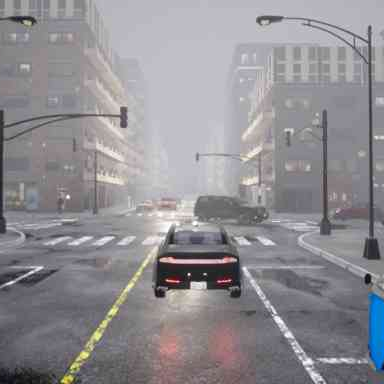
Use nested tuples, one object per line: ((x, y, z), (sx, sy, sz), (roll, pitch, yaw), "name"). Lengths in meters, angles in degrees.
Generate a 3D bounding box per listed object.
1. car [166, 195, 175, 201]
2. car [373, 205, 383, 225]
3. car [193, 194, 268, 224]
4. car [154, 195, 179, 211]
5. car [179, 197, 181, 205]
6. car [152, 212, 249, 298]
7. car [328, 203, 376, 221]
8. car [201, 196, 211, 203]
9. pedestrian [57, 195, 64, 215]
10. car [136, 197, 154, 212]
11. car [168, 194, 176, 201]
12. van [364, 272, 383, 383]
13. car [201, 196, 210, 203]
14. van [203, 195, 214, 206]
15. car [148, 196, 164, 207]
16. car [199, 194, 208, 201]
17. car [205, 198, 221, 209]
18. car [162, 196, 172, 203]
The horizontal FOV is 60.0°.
((-5.466, 1.571, 85.107), (2.008, 1.369, 4.403), (1, 0, 0), "car")
((13.587, 1.579, 19.722), (4.313, 1.339, 1.947), (0, -1, 1), "car")
((2.671, 1.224, 24.182), (5.566, 2.045, 2.150), (0, 1, 35), "car")
((-3.000, 1.358, 40.038), (2.097, 1.767, 4.553), (0, 0, 0), "car")
((-2.918, 1.559, 60.411), (2.033, 1.411, 5.357), (0, 0, 1), "car")
((0.122, 1.493, 8.488), (2.128, 1.511, 4.902), (0, 0, 0), "car")
((13.712, 1.603, 28.103), (4.097, 1.590, 1.967), (0, -1, 1), "car")
((2.873, 1.539, 68.328), (1.752, 1.417, 4.829), (1, 0, 0), "car")
((-12.461, 1.211, 31.425), (0.375, 1.860, 0.375), (0, -1, 1), "pedestrian")
((-5.577, 1.532, 39.796), (1.752, 1.417, 4.829), (1, 0, 0), "car")
((-5.450, 1.463, 90.750), (1.967, 1.590, 4.097), (1, 0, 0), "car")
((2.679, 1.341, 1.999), (1.690, 1.788, 3.998), (1, 0, 0), "van")
((2.885, 1.598, 73.801), (1.802, 1.307, 4.206), (1, 0, 0), "car")
((2.848, 1.351, 56.873), (1.690, 1.788, 3.998), (1, 0, 0), "van")
((-5.548, 1.449, 51.251), (1.967, 1.590, 4.097), (1, 0, 0), "car")
((2.918, 1.335, 85.086), (2.192, 1.841, 5.009), (1, 0, 0), "car")
((2.816, 1.558, 45.588), (2.008, 1.369, 4.403), (1, 0, 0), "car")
((-5.494, 1.561, 73.822), (1.887, 1.381, 4.507), (1, 0, 0), "car")
